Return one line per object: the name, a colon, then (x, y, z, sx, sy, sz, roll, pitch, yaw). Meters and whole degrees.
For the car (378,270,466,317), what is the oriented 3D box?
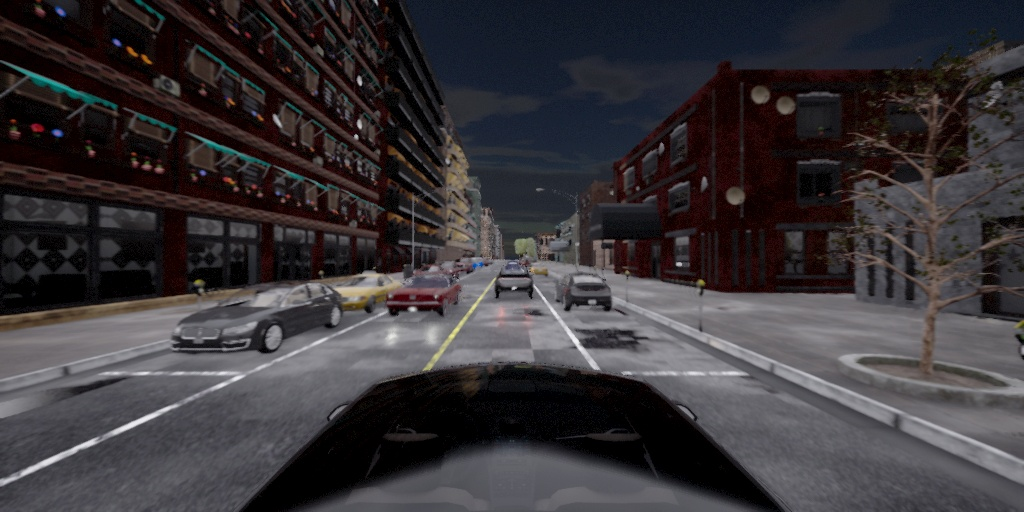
car: (-3.086, 1.362, 13.391, 1.895, 1.301, 4.718, 0, 0, 0)

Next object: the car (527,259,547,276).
car: (2.696, 1.319, 36.550, 1.751, 1.417, 4.829, 0, 0, 0)

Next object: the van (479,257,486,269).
van: (-5.681, 1.180, 58.538, 1.690, 1.789, 3.998, 0, 0, 0)

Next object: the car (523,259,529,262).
car: (2.697, 1.354, 41.919, 2.007, 1.370, 4.403, 0, 0, 0)

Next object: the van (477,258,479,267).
van: (-5.682, 1.155, 47.460, 1.690, 1.789, 3.998, 0, 0, 0)

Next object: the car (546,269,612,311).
car: (2.693, 1.313, 14.223, 2.007, 1.370, 4.403, 0, 0, 0)

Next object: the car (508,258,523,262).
car: (0.108, 1.334, 44.641, 1.812, 1.442, 4.674, 0, 0, 0)

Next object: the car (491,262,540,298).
car: (0.103, 1.260, 18.759, 2.128, 1.511, 4.902, 0, 0, 0)

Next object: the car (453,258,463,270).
car: (-5.685, 1.225, 30.841, 1.967, 1.591, 4.097, 0, 0, 0)

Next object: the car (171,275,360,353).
car: (-5.689, 1.307, 8.685, 2.007, 1.370, 4.403, 0, 0, 0)

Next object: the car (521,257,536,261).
car: (2.700, 1.141, 52.997, 2.192, 1.841, 5.009, 0, 0, 0)

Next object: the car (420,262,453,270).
car: (-5.686, 1.322, 25.303, 1.888, 1.381, 4.507, 0, 0, 0)

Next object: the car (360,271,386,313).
car: (-5.688, 1.288, 14.054, 1.751, 1.417, 4.829, 0, 0, 0)

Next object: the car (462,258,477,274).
car: (-5.684, 1.118, 41.921, 2.192, 1.841, 5.009, 0, 0, 0)
